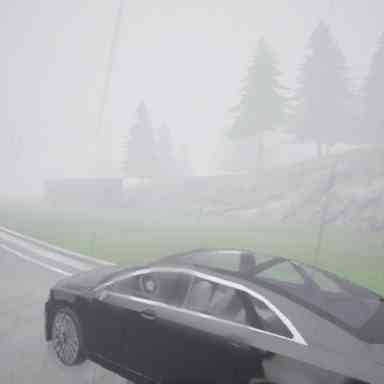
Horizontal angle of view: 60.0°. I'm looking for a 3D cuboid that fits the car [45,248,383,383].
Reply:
[{"bbox_3d":[0.133,1.459,3.981,4.902,1.511,2.128,1,1,37],"label":"car"}]
